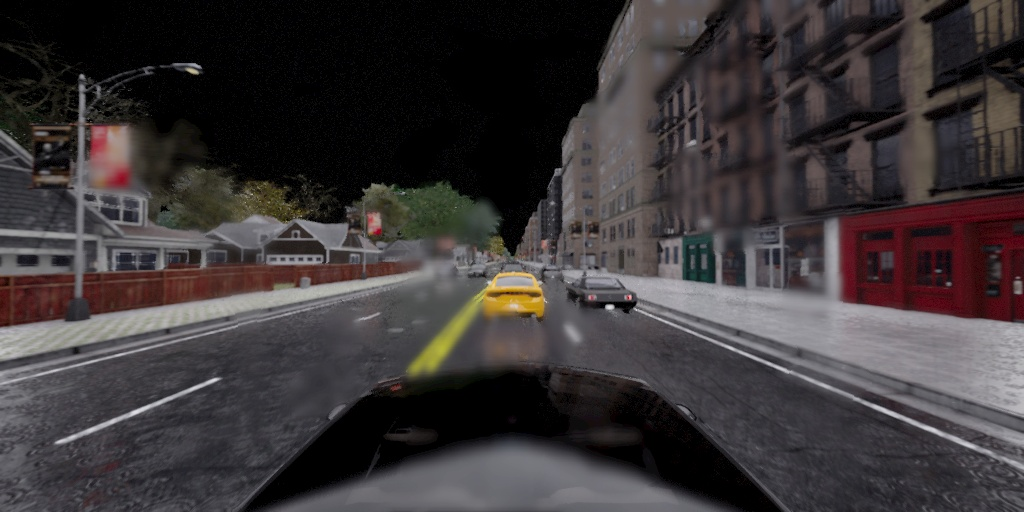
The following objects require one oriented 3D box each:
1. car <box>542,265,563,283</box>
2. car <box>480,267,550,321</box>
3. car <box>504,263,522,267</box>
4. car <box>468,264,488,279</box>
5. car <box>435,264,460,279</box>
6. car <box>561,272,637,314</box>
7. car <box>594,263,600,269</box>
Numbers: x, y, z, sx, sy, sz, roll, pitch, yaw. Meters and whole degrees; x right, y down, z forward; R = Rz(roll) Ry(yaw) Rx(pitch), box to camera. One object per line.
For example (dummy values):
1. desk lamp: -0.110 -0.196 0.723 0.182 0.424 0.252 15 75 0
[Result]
1. car: 3.357 1.511 31.135 2.128 1.511 4.902 0 -1 0
2. car: 0.094 1.333 12.986 1.882 1.535 5.008 0 0 0
3. car: 0.104 1.363 30.224 2.097 1.767 4.553 0 -1 0
4. car: -3.328 1.573 36.711 1.837 1.490 4.892 0 0 0
5. car: -6.577 1.561 36.893 2.128 1.511 4.902 0 0 0
6. car: 3.347 1.470 14.445 1.895 1.301 4.718 0 -1 0
7. car: 16.410 1.820 59.503 4.207 1.307 1.802 0 0 0
